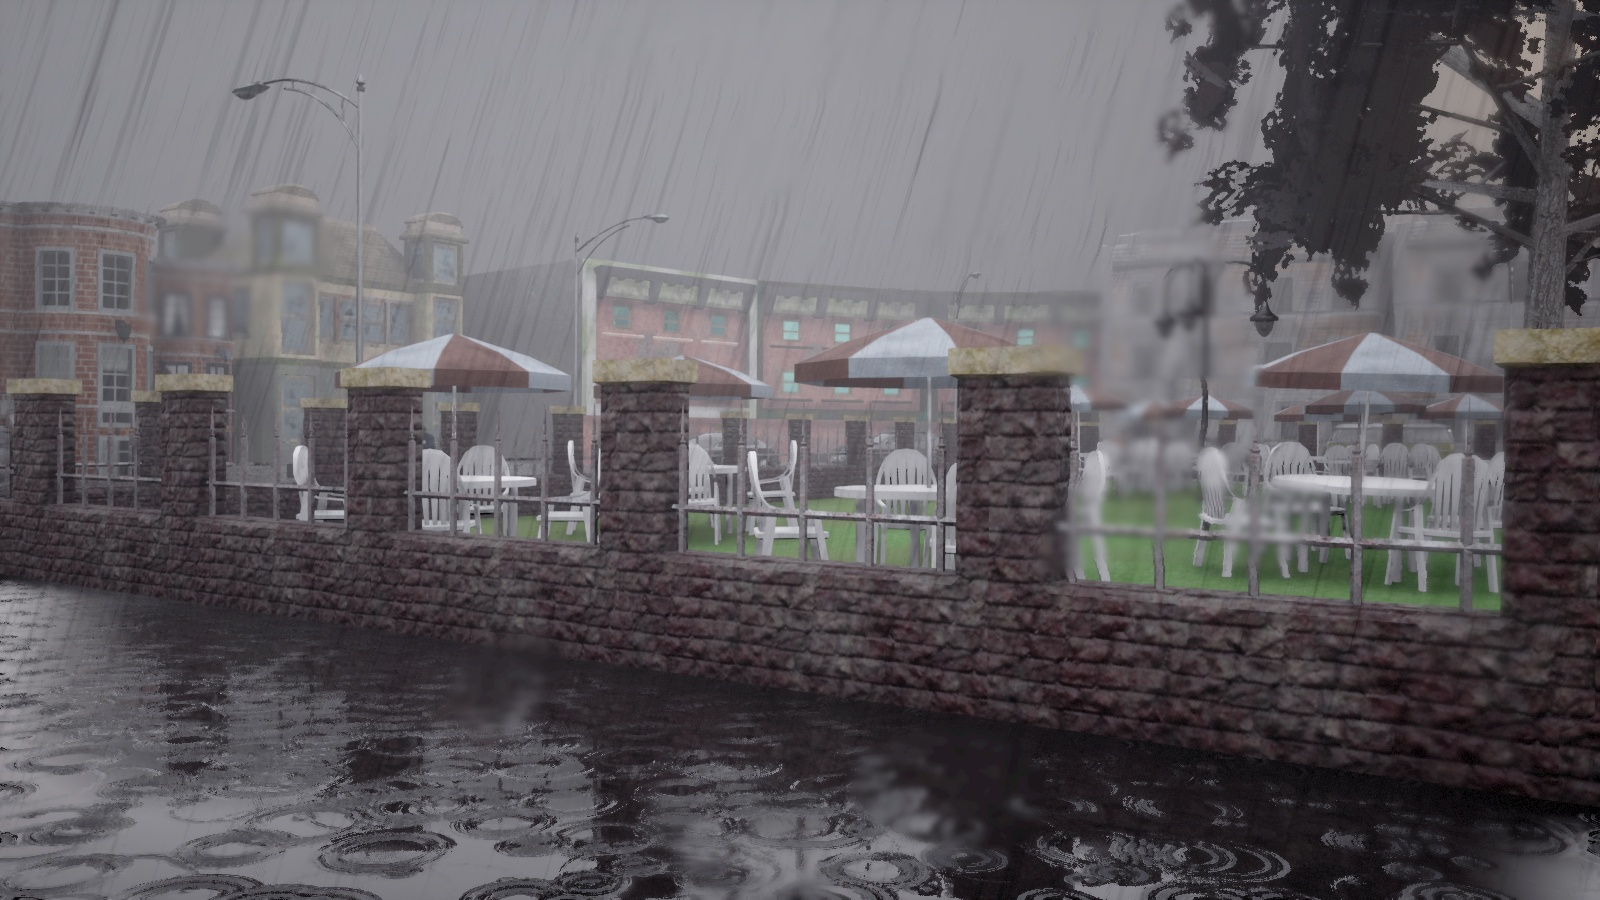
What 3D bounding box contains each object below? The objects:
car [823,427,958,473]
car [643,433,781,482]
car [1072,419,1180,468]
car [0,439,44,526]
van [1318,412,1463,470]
[{"bbox_3d":[3.479,-0.025,48.082,4.856,1.649,2.033,-1,1,-29],"label":"car"},{"bbox_3d":[-2.749,0.209,40.469,1.837,1.490,4.892,0,1,34],"label":"car"},{"bbox_3d":[12.825,-0.263,49.449,3.866,1.878,1.905,0,1,23],"label":"car"},{"bbox_3d":[-15.330,0.590,21.480,1.845,1.501,3.633,0,1,34],"label":"car"},{"bbox_3d":[20.952,-0.315,44.602,4.442,1.987,1.775,0,1,33],"label":"van"}]
